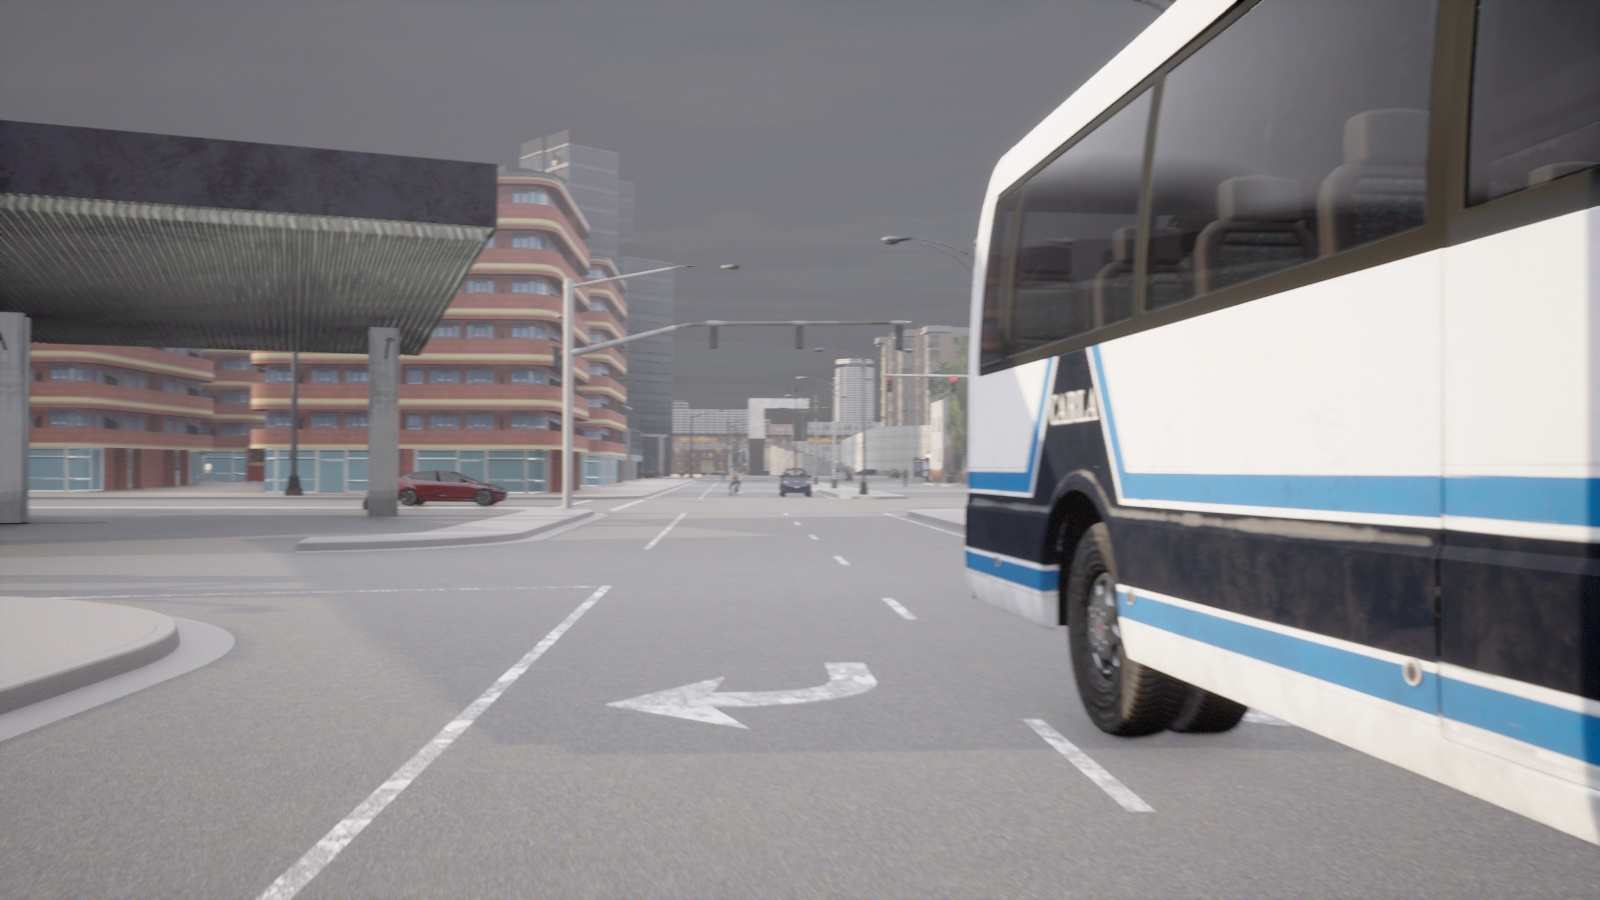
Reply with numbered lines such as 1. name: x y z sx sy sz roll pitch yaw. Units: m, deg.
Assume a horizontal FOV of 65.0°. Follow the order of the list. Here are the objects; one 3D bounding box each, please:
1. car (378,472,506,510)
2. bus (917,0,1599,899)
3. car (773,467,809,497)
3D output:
1. car: -14.774 1.686 52.037 4.792 1.488 2.163 0 -1 -4
2. bus: 3.512 -0.508 5.068 3.944 4.253 10.273 0 -1 -7
3. car: -0.541 1.800 71.767 1.851 1.617 3.988 0 -1 -3
